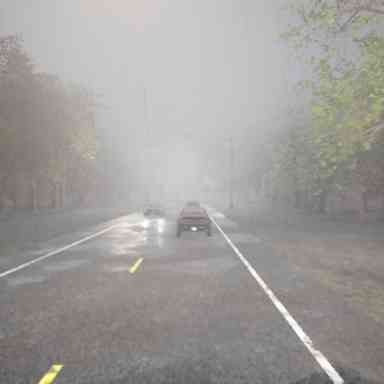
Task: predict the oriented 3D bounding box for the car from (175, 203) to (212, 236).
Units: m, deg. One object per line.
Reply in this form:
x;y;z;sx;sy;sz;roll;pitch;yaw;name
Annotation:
0.104;1.595;19.172;1.837;1.490;4.892;0;0;0;car

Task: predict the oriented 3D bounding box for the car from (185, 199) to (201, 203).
0.111;1.698;41.656;1.837;1.490;4.892;0;0;0;car

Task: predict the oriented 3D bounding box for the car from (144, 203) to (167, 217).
-3.580;1.752;32.746;1.895;1.301;4.718;0;0;0;car

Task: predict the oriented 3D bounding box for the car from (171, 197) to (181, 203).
-3.479;1.745;74.433;1.994;1.385;4.181;0;0;0;car
